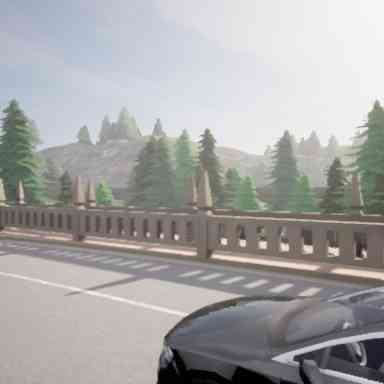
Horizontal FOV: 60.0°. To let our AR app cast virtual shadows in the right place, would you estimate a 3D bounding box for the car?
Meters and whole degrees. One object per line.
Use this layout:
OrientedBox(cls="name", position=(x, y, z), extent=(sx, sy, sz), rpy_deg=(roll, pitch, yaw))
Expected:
OrientedBox(cls="car", position=(1.888, 1.479, 2.450), extent=(4.902, 1.511, 2.128), rpy_deg=(0, 0, 36))
